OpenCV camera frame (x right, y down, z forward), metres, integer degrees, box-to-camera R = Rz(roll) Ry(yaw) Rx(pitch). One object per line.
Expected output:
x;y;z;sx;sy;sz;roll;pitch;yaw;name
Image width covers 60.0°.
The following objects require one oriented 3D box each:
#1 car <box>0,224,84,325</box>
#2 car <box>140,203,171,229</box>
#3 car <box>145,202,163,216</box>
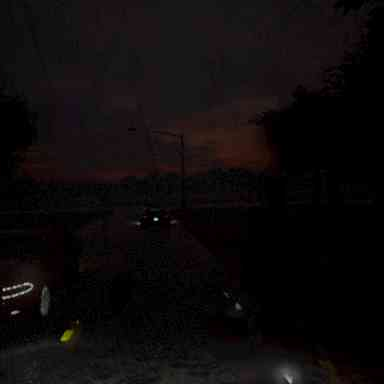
-3.789;1.573;7.540;1.882;1.535;5.008;-1;0;-7;car
-2.504;1.691;22.768;1.994;1.385;4.181;-1;0;-7;car
-4.299;1.858;37.539;1.895;1.301;4.718;-1;0;-6;car
